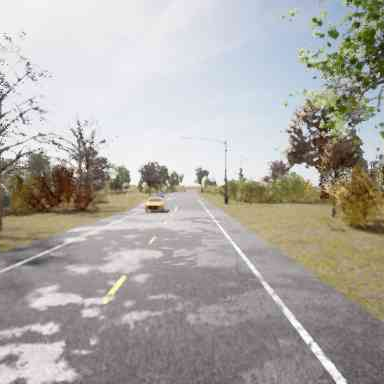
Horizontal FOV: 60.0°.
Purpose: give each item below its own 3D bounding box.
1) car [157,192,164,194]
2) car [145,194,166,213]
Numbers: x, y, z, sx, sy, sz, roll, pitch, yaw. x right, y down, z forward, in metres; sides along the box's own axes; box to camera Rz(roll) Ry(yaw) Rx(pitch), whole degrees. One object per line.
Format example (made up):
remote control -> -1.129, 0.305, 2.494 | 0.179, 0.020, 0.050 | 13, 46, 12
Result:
car -> -7.195, 0.778, 75.643 | 1.882, 1.535, 5.008 | 0, 0, -3
car -> -3.742, 1.257, 34.417 | 1.882, 1.535, 5.008 | 0, 0, -1
